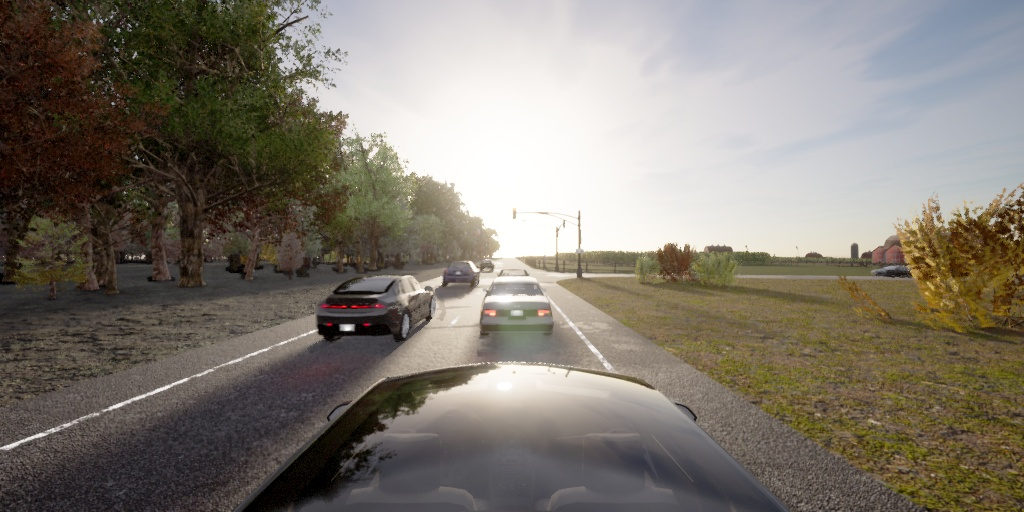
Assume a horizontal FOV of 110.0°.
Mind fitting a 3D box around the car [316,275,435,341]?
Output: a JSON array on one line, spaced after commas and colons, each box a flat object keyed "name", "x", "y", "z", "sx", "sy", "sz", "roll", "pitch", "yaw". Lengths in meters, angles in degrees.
[{"name": "car", "x": -3.409, "y": 1.254, "z": 9.833, "sx": 1.837, "sy": 1.490, "sz": 4.892, "roll": 0, "pitch": -1, "yaw": 0}]

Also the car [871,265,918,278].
[{"name": "car", "x": 45.430, "y": 1.826, "z": 42.512, "sx": 4.674, "sy": 1.442, "sz": 1.812, "roll": 1, "pitch": -1, "yaw": 1}]

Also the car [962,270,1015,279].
[{"name": "car", "x": 51.385, "y": 1.906, "z": 38.888, "sx": 4.718, "sy": 1.301, "sz": 1.895, "roll": 1, "pitch": -1, "yaw": 1}]

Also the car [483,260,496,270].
[{"name": "car", "x": -3.446, "y": 1.259, "z": 51.011, "sx": 1.837, "sy": 1.490, "sz": 4.892, "roll": 0, "pitch": 0, "yaw": 0}]

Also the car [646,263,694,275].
[{"name": "car", "x": 18.628, "y": 1.555, "z": 42.641, "sx": 5.357, "sy": 1.411, "sz": 2.033, "roll": 1, "pitch": -1, "yaw": 0}]

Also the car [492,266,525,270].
[{"name": "car", "x": 0.081, "y": 1.354, "z": 20.034, "sx": 1.895, "sy": 1.301, "sz": 4.718, "roll": 0, "pitch": 0, "yaw": 0}]

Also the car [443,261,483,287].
[{"name": "car", "x": -3.423, "y": 1.106, "z": 24.950, "sx": 2.097, "sy": 1.767, "sz": 4.553, "roll": 0, "pitch": 0, "yaw": 0}]

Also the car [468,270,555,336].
[{"name": "car", "x": 0.087, "y": 1.299, "z": 10.384, "sx": 2.033, "sy": 1.411, "sz": 5.357, "roll": 0, "pitch": 0, "yaw": 0}]
